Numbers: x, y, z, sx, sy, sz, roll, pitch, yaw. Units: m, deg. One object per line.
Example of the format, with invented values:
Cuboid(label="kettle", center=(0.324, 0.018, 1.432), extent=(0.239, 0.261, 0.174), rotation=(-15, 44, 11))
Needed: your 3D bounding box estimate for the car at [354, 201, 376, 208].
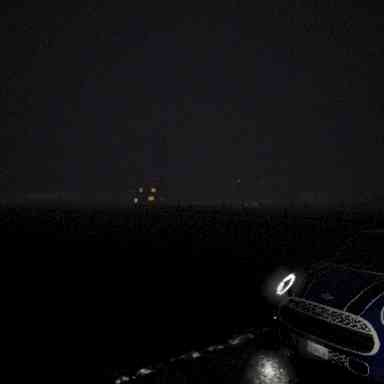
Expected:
Cuboid(label="car", center=(39.723, 2.855, 76.844), extent=(1.837, 1.490, 4.892), rotation=(1, -1, -35))

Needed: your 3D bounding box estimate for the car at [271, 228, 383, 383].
Cuboid(label="car", center=(3.416, 1.429, 5.507), extent=(4.553, 1.767, 2.097), rotation=(1, -1, -35))
